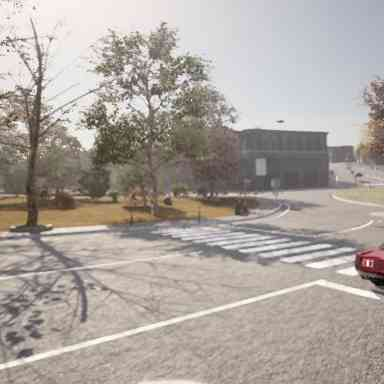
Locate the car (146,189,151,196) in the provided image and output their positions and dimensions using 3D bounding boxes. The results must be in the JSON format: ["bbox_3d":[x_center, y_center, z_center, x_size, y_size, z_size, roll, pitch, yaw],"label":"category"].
[{"bbox_3d":[-5.817,0.130,55.824,2.231,1.521,4.892,-1,2,16],"label":"car"}]

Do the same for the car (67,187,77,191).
[{"bbox_3d":[-24.861,0.065,70.057,2.435,2.045,5.566,0,2,18],"label":"car"}]

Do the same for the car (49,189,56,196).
[{"bbox_3d":[-29.533,0.266,73.761,2.097,1.535,5.008,0,2,18],"label":"car"}]

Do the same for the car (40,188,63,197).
[{"bbox_3d":[-31.883,0.106,75.570,2.185,1.767,4.553,0,2,18],"label":"car"}]

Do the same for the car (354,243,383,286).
[{"bbox_3d":[6.051,1.575,8.045,4.718,1.301,1.895,0,0,-35],"label":"car"}]

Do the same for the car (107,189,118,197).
[{"bbox_3d":[-13.020,0.128,61.069,2.185,1.767,4.553,-2,1,16],"label":"car"}]

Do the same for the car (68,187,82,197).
[{"bbox_3d":[-22.500,0.354,68.249,2.163,1.488,4.792,-1,2,17],"label":"car"}]

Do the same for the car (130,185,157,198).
[{"bbox_3d":[-8.236,-0.079,57.538,2.435,2.045,5.566,-1,2,16],"label":"car"}]
